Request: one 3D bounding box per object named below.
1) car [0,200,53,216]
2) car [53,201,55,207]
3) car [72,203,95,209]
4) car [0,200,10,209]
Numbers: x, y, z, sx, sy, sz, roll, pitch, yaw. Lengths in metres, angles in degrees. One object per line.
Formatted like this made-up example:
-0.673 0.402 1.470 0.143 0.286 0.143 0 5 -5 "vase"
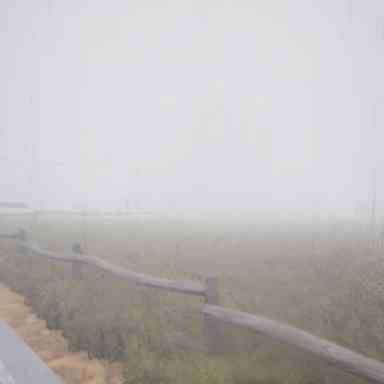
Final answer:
-16.310 1.830 30.565 5.566 2.045 2.150 4 -3 -44 "car"
-37.595 3.238 86.386 3.866 1.878 1.905 3 -3 -40 "car"
-22.030 3.194 67.848 4.611 1.667 2.242 3 -3 -40 "car"
-41.183 2.590 70.070 4.605 1.855 1.932 3 -3 -40 "car"
